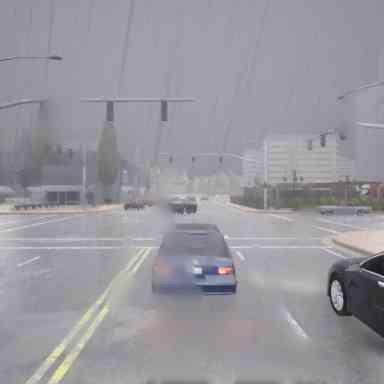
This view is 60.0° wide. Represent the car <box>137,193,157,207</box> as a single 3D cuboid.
[{"bbox_3d":[-7.260,1.221,51.870,2.150,2.045,5.566,0,0,0],"label":"car"}]

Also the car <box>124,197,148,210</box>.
[{"bbox_3d":[-7.286,1.601,42.226,1.895,1.301,4.718,0,0,1],"label":"car"}]

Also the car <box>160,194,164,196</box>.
[{"bbox_3d":[-3.771,1.491,56.803,2.128,1.511,4.902,0,0,0],"label":"car"}]

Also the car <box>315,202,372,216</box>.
[{"bbox_3d":[14.343,1.601,31.778,4.718,1.301,1.895,0,0,1],"label":"car"}]

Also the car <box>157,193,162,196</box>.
[{"bbox_3d":[-7.264,1.352,61.797,2.097,1.767,4.553,0,0,0],"label":"car"}]

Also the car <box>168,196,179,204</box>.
[{"bbox_3d":[-3.748,1.564,66.670,1.994,1.385,4.181,0,0,0],"label":"car"}]

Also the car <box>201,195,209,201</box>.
[{"bbox_3d":[3.222,1.552,84.534,1.994,1.385,4.181,0,0,0],"label":"car"}]

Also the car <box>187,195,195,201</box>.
[{"bbox_3d":[-0.278,1.478,84.489,1.882,1.535,5.008,0,0,0],"label":"car"}]

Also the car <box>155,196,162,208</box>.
[{"bbox_3d":[-3.755,1.601,47.532,1.895,1.301,4.718,0,0,0],"label":"car"}]

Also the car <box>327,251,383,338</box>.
[{"bbox_3d":[3.547,1.505,4.610,1.837,1.490,4.892,0,0,0],"label":"car"}]

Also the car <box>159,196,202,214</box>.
[{"bbox_3d":[-1.017,1.477,33.263,1.882,1.535,5.008,1,0,23],"label":"car"}]

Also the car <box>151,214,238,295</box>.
[{"bbox_3d":[0.054,1.547,8.855,2.033,1.411,5.357,0,0,0],"label":"car"}]
